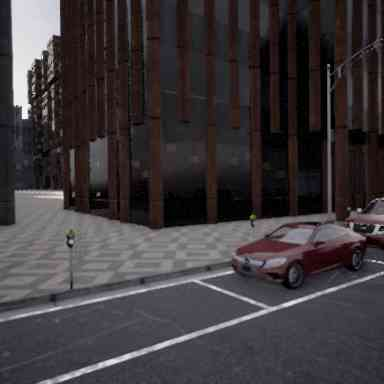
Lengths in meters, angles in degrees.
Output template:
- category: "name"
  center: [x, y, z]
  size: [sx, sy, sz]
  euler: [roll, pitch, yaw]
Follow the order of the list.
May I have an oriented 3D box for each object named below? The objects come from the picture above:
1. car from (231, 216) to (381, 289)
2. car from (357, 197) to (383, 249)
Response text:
- category: "car"
  center: [2.938, 1.458, 8.731]
  size: [4.206, 1.307, 1.802]
  euler: [-1, 1, -35]
- category: "car"
  center: [7.380, 1.100, 11.891]
  size: [5.009, 1.841, 2.192]
  euler: [-1, 1, -35]
